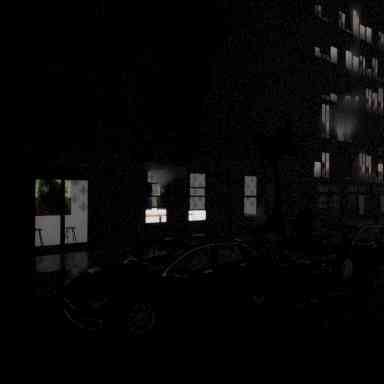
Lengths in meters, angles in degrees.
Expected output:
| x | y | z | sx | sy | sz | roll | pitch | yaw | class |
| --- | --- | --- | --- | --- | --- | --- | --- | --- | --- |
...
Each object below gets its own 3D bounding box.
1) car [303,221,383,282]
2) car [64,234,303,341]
| x | y | z | sx | sy | sz | roll | pitch | yaw | class |
| --- | --- | --- | --- | --- | --- | --- | --- | --- | --- |
| 4.495 | 1.550 | 9.712 | 4.403 | 1.369 | 2.008 | 0 | 0 | -35 | car |
| -0.140 | 1.551 | 6.436 | 4.403 | 1.369 | 2.008 | 0 | 0 | -35 | car |
